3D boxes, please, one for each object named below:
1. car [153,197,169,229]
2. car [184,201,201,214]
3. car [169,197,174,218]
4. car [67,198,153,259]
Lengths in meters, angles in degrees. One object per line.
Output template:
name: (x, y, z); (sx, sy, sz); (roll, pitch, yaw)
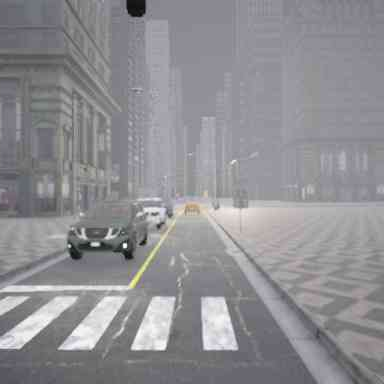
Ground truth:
car: (-3.090, 1.443, 23.847); (2.150, 2.045, 5.566); (0, -1, 0)
car: (0.041, 1.868, 41.249); (1.882, 1.535, 5.008); (0, -1, 1)
car: (-3.059, 1.547, 34.564); (2.150, 2.045, 5.566); (0, -1, 0)
car: (-3.090, 1.345, 13.400); (2.150, 2.045, 5.566); (0, -1, 0)
